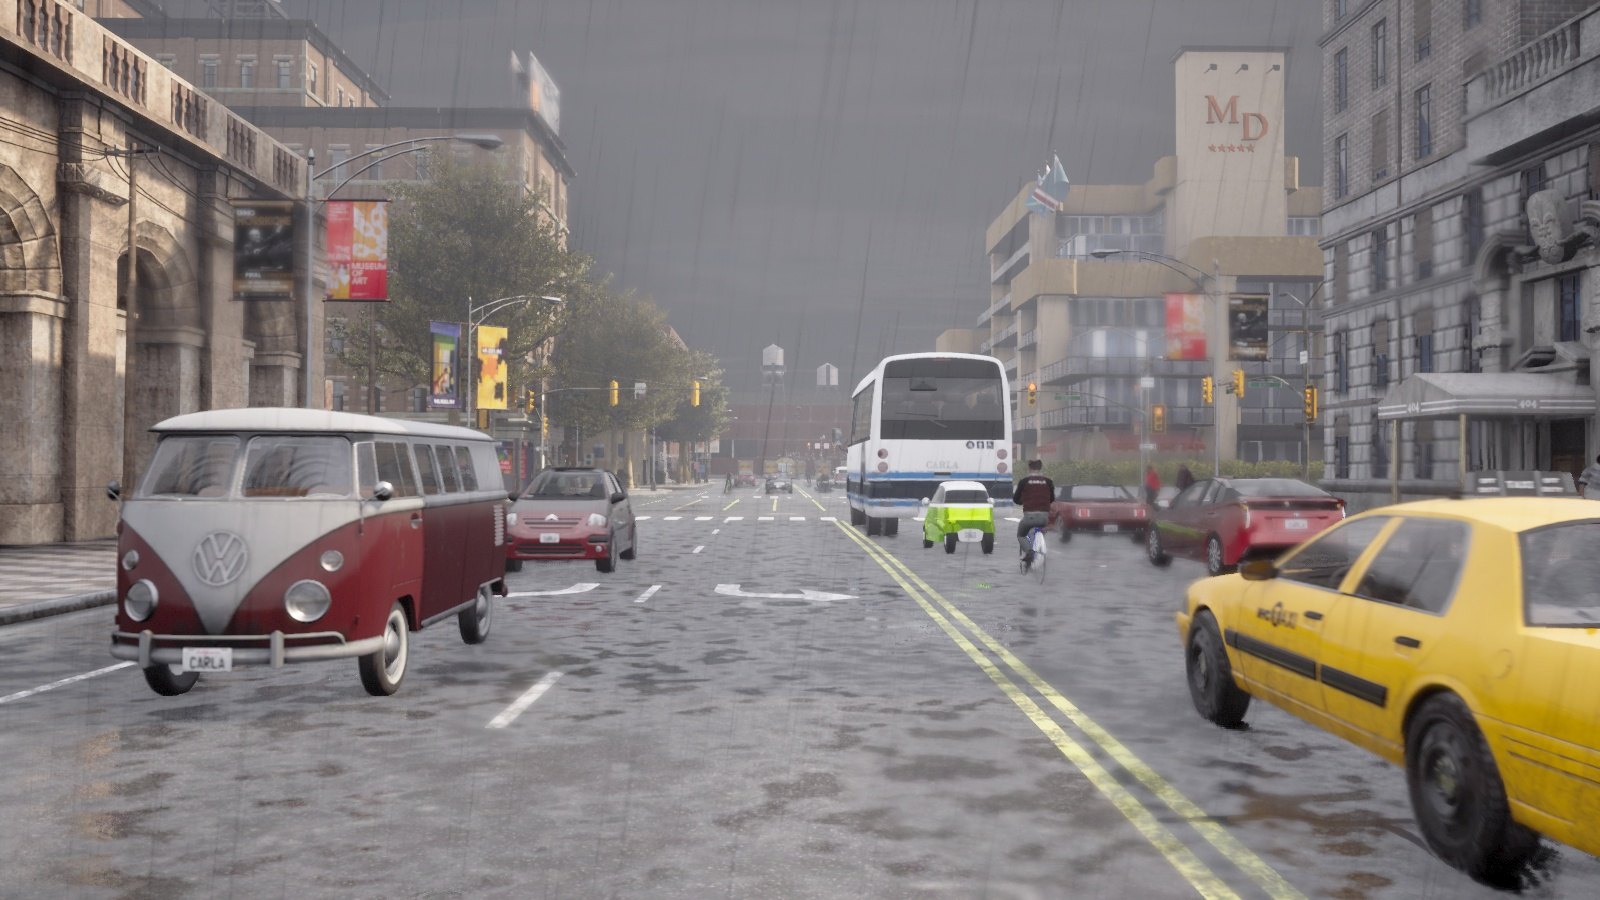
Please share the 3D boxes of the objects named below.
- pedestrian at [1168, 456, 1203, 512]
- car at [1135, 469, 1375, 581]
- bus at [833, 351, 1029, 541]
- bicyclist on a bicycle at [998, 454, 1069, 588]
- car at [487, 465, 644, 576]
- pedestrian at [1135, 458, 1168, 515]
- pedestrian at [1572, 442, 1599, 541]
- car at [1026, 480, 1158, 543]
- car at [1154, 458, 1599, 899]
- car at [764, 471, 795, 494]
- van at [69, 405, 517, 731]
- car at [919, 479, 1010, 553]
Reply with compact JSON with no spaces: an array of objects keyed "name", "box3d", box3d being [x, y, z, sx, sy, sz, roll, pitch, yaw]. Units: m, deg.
[{"name":"pedestrian","box3d":[12.719,1.114,41.436,0.899,1.844,0.634,0,-1,-15]},{"name":"car","box3d":[6.812,1.059,19.399,2.007,1.525,4.514,0,-1,-1]},{"name":"bus","box3d":[3.075,-0.015,33.390,3.944,4.253,10.273,0,-1,-1]},{"name":"bicyclist on a bicycle","box3d":[3.325,0.971,17.997,0.659,1.776,1.843,0,1,-1]},{"name":"car","box3d":[-3.703,1.070,20.466,1.851,1.617,3.988,0,-1,-1]},{"name":"pedestrian","box3d":[11.506,1.181,41.115,0.899,1.844,0.634,0,-1,-3]},{"name":"pedestrian","box3d":[16.047,0.828,25.132,0.659,1.952,0.873,0,-1,4]},{"name":"car","box3d":[6.662,1.377,29.183,1.895,1.301,4.718,0,-1,-1]},{"name":"car","box3d":[3.422,0.844,6.162,1.801,1.575,5.366,0,-1,0]},{"name":"car","box3d":[-1.442,2.247,87.812,2.128,1.511,4.902,0,-1,-1]},{"name":"van","box3d":[-3.610,0.745,9.928,1.775,1.987,4.442,0,-1,0]},{"name":"car","box3d":[3.237,1.275,24.971,1.481,1.376,2.207,0,-1,-1]}]
